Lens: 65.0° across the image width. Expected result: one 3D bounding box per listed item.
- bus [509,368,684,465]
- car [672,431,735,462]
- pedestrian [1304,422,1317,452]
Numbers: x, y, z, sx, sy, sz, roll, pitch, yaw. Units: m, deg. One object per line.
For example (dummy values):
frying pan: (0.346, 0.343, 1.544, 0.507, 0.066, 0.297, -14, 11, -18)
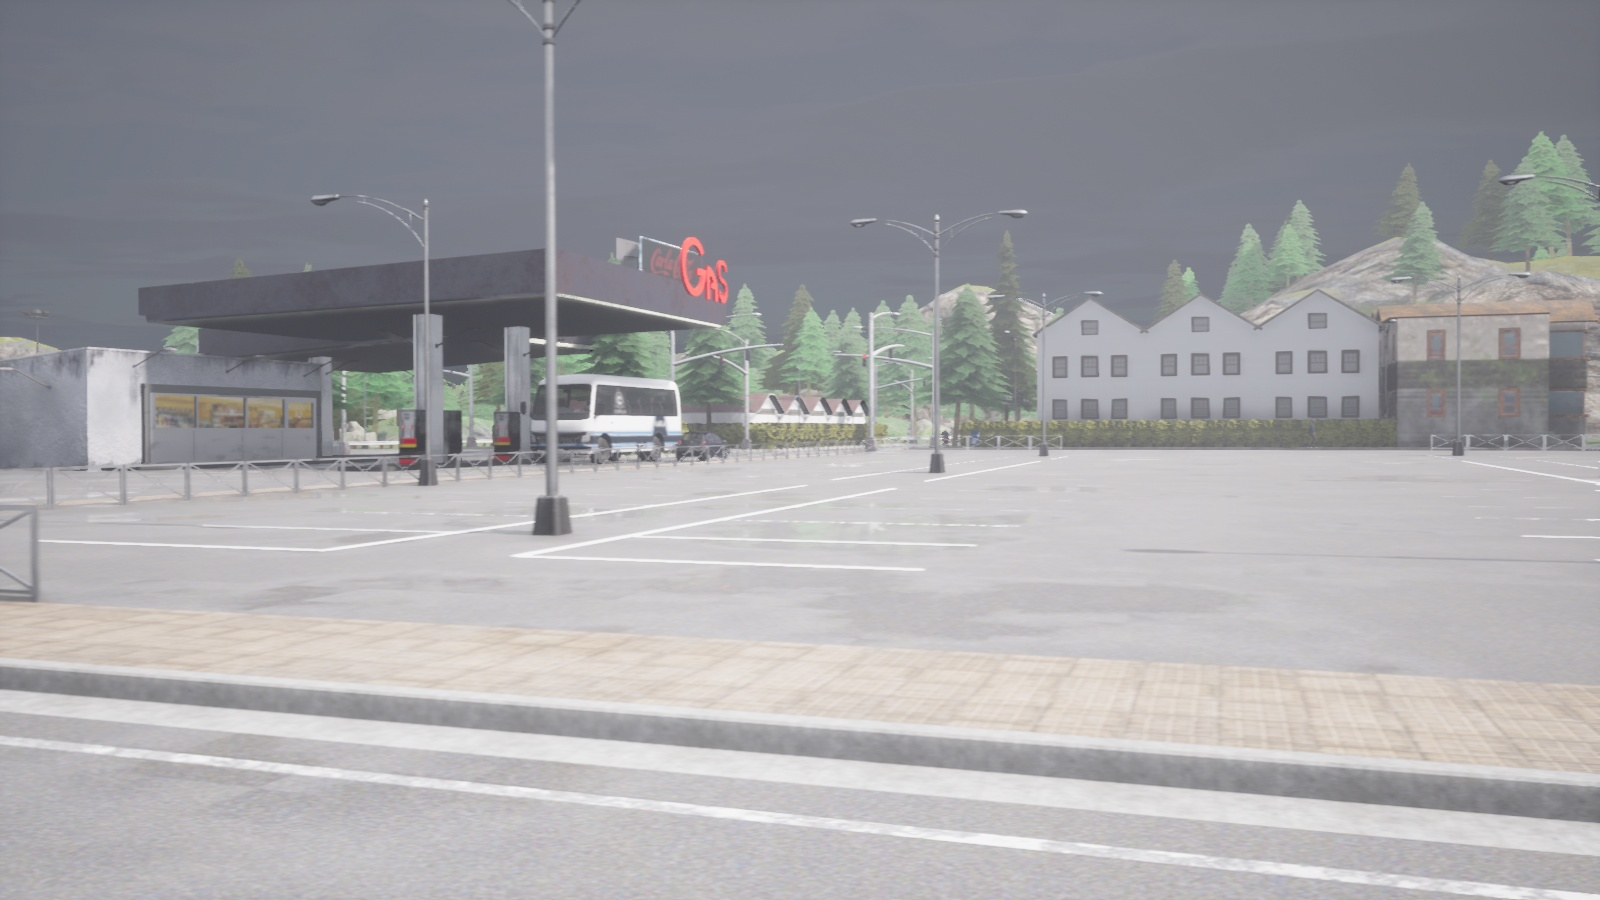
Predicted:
bus: (-9.570, -1.561, 60.873, 3.944, 4.253, 10.273, 1, 1, 19)
car: (-4.864, -0.198, 63.715, 1.845, 1.501, 3.633, 1, 1, 19)
pedestrian: (31.453, -0.829, 77.355, 0.726, 1.842, 0.402, 1, 1, 20)
